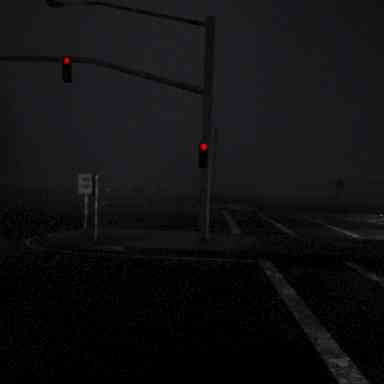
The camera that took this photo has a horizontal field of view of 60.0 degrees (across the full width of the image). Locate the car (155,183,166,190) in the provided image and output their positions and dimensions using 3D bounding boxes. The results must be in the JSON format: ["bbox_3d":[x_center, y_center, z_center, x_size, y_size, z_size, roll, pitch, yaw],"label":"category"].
[{"bbox_3d":[-7.401,-1.331,79.337,1.837,1.490,4.892,2,2,3],"label":"car"}]

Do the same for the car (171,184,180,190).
[{"bbox_3d":[-3.907,-1.217,79.151,1.837,1.490,4.892,2,2,3],"label":"car"}]

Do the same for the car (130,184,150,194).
[{"bbox_3d":[-8.512,-0.438,52.810,1.994,1.385,4.181,2,2,3],"label":"car"}]

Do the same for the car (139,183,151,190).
[{"bbox_3d":[-10.969,-1.301,77.954,1.895,1.301,4.718,2,2,3],"label":"car"}]

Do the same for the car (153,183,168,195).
[{"bbox_3d":[-4.993,-0.376,53.107,1.812,1.442,4.674,2,2,3],"label":"car"}]

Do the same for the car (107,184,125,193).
[{"bbox_3d":[-12.013,-0.582,52.746,1.812,1.442,4.674,2,2,3],"label":"car"}]
